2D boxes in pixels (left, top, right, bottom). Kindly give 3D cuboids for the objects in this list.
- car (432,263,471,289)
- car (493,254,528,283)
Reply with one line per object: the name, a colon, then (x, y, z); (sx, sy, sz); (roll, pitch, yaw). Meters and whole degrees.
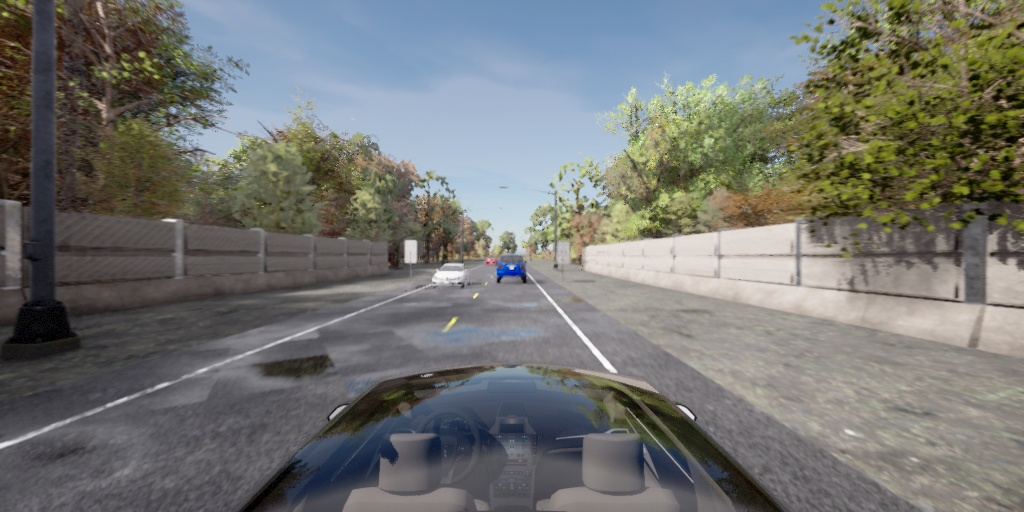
car: (-3.611, 1.180, 22.109); (1.812, 1.442, 4.674); (0, 0, 0)
car: (-0.024, 0.886, 26.854); (2.150, 2.045, 5.566); (0, 0, 0)
